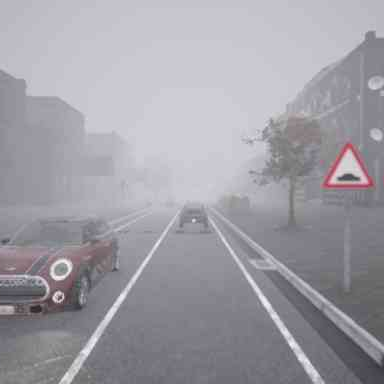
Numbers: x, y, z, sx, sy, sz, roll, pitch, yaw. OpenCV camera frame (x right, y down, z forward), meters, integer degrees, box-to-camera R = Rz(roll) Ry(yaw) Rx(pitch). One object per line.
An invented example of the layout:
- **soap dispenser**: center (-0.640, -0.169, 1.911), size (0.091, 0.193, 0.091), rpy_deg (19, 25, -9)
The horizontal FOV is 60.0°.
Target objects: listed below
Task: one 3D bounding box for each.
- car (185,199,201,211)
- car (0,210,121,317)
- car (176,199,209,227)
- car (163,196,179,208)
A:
- **car**: center (0.102, 1.595, 42.328), size (1.895, 1.301, 4.718), rpy_deg (0, 0, 0)
- **car**: center (-3.100, 1.363, 7.755), size (2.097, 1.767, 4.553), rpy_deg (0, 0, 0)
- **car**: center (0.103, 1.513, 23.067), size (1.837, 1.490, 4.892), rpy_deg (0, 0, 0)
- **car**: center (-3.072, 1.354, 49.265), size (2.097, 1.767, 4.553), rpy_deg (0, 0, 0)
